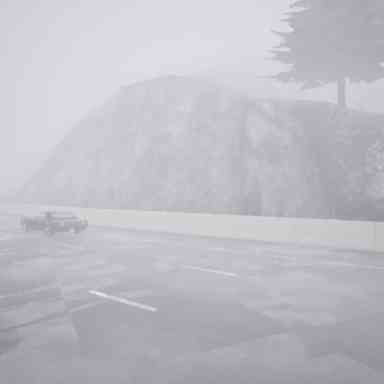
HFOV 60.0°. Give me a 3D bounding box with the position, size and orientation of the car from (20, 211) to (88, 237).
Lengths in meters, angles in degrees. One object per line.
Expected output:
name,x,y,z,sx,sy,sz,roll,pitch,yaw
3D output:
car,-8.103,1.757,19.248,4.718,1.301,1.895,0,-1,40
